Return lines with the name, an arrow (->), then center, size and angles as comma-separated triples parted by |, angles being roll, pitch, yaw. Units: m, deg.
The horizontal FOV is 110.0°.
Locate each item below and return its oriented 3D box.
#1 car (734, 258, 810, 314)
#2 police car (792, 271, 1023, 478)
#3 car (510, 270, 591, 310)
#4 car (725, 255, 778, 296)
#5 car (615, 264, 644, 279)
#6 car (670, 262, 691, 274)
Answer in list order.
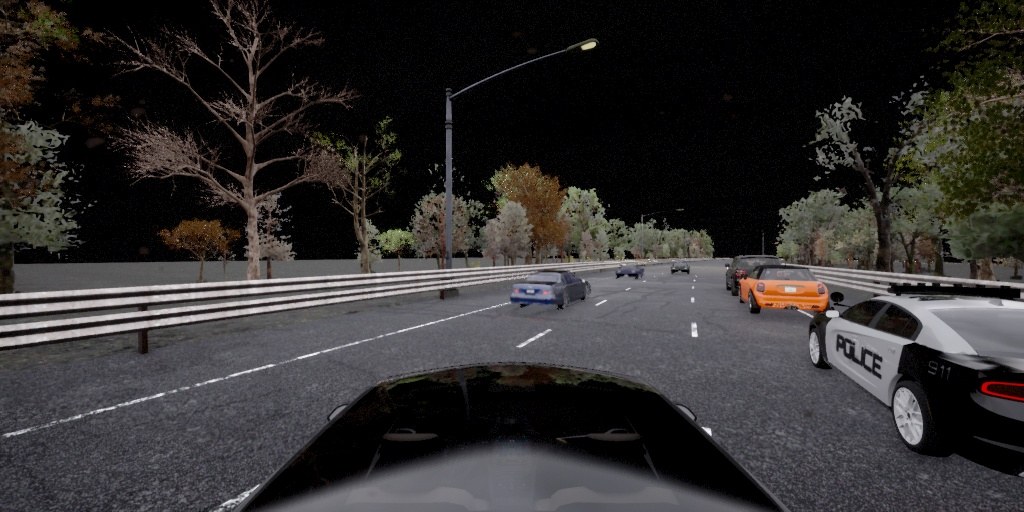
car -> 9.899, 1.102, 13.415 | 2.097, 1.767, 4.553 | 0, 0, 27
police car -> 5.596, 1.175, 4.682 | 1.930, 1.638, 5.238 | 0, 0, 26
car -> 1.779, 1.298, 14.918 | 2.033, 1.411, 5.357 | 0, 0, 27
car -> 12.599, 0.978, 18.755 | 2.150, 2.045, 5.566 | 0, 0, 27
car -> 10.718, 1.360, 32.327 | 1.895, 1.301, 4.718 | 0, 0, 28
car -> 19.238, 1.369, 40.818 | 1.895, 1.301, 4.718 | 0, 0, 28
